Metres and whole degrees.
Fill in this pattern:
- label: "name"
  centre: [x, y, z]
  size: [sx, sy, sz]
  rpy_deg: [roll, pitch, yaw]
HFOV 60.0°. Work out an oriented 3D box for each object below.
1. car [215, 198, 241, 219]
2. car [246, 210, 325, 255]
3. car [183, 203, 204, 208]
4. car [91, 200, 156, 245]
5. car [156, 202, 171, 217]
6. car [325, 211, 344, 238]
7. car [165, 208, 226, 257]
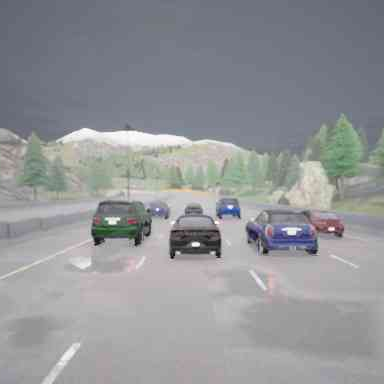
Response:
- label: "car"
  centre: [3.669, 1.648, 34.295]
  size: [2.150, 2.045, 5.566]
  rpy_deg: [0, -1, 0]
- label: "car"
  centre: [3.627, 1.527, 14.206]
  size: [2.097, 1.767, 4.553]
  rpy_deg: [0, -1, 0]
- label: "car"
  centre: [0.170, 1.938, 34.748]
  size: [1.837, 1.490, 4.892]
  rpy_deg: [0, -1, 0]
- label: "car"
  centre: [-3.367, 1.428, 16.779]
  size: [2.150, 2.045, 5.566]
  rpy_deg: [0, -1, 0]
- label: "car"
  centre: [-3.332, 1.777, 34.132]
  size: [2.097, 1.767, 4.553]
  rpy_deg: [0, -1, 0]
- label: "car"
  centre: [7.138, 1.764, 19.292]
  size: [1.812, 1.442, 4.674]
  rpy_deg: [0, -1, 0]
- label: "car"
  centre: [0.126, 1.645, 13.660]
  size: [1.882, 1.535, 5.008]
  rpy_deg: [0, -1, 0]
